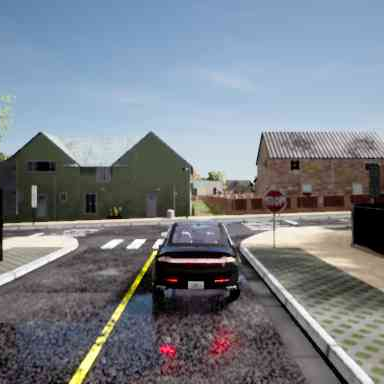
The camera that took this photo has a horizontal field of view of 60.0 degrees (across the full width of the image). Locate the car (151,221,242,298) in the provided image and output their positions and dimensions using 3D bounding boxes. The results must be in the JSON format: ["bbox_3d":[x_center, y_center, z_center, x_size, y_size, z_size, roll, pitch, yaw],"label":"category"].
[{"bbox_3d":[0.159,1.486,8.513,2.128,1.511,4.902,0,0,2],"label":"car"}]
